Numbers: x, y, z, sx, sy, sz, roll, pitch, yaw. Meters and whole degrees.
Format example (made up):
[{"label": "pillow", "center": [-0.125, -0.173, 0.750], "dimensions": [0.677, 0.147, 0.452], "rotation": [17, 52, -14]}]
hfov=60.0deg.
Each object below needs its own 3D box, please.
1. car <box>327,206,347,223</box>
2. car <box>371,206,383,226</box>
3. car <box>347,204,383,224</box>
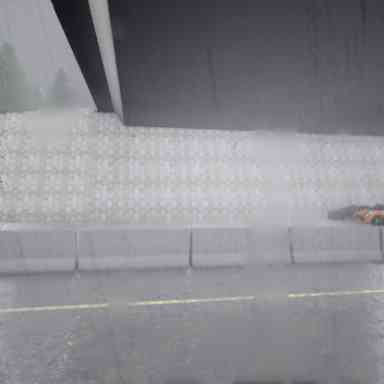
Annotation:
[{"label": "car", "center": [14.431, 1.876, 29.378], "dimensions": [4.892, 1.490, 1.837], "rotation": [0, -1, -10]}, {"label": "car", "center": [14.775, 1.867, 22.325], "dimensions": [4.181, 1.385, 1.994], "rotation": [0, -1, -10]}, {"label": "car", "center": [14.963, 1.692, 25.918], "dimensions": [4.553, 1.767, 2.097], "rotation": [0, -1, -10]}]
